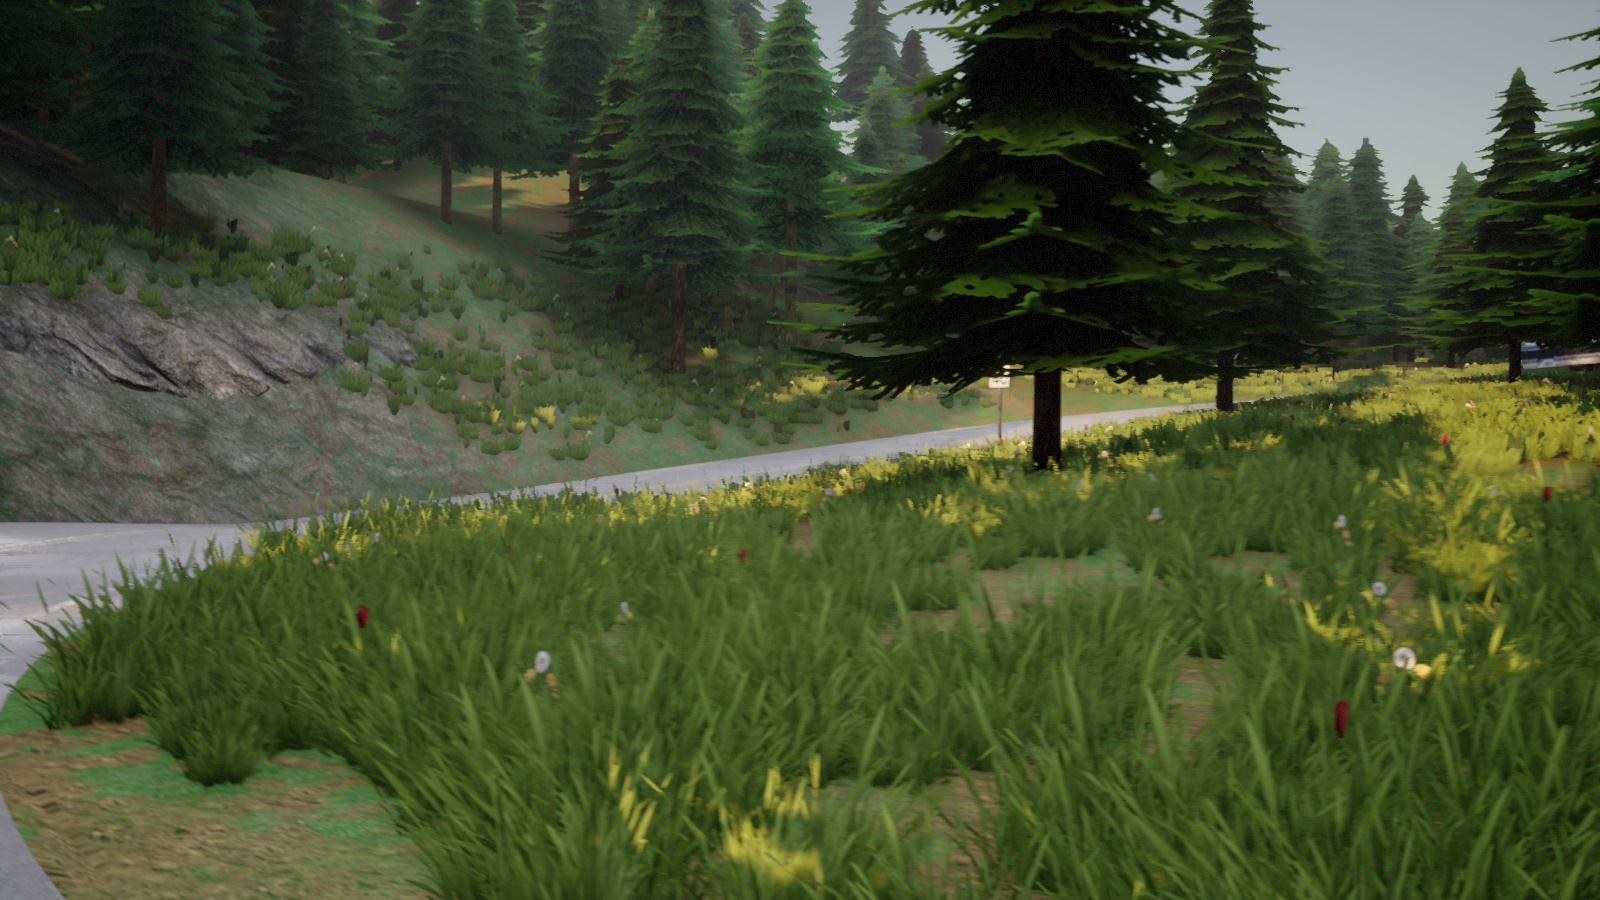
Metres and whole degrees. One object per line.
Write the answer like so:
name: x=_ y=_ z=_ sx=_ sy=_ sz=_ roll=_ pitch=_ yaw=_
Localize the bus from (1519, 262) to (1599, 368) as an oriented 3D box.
bus: x=38.726 y=-6.451 z=56.692 sx=10.273 sy=4.253 sz=3.944 roll=-6 pitch=1 yaw=-7
